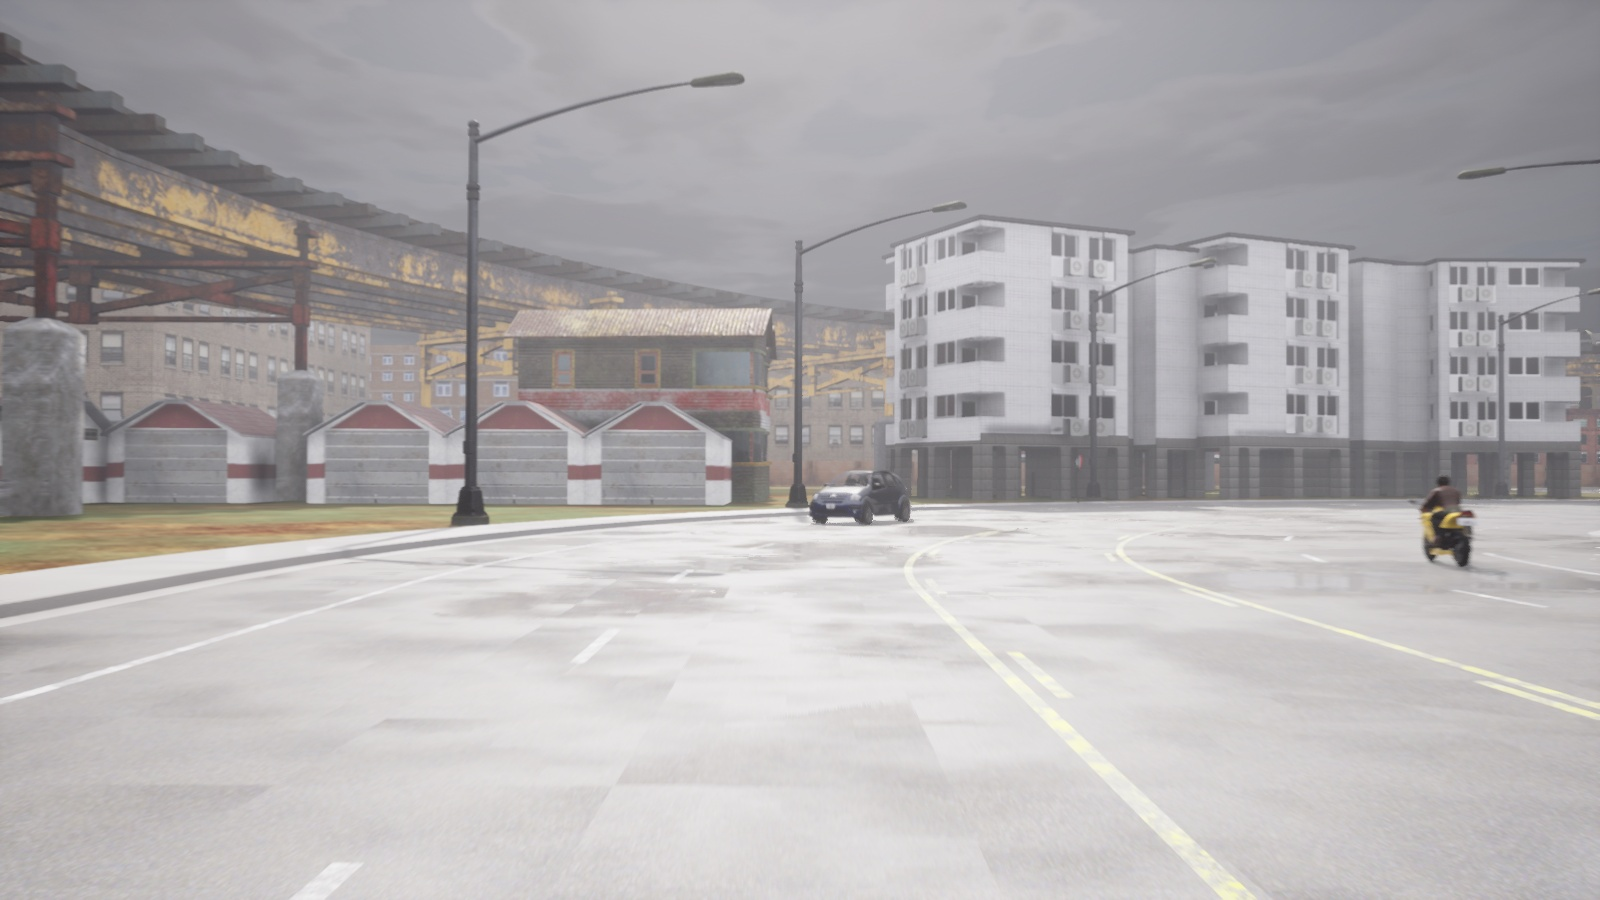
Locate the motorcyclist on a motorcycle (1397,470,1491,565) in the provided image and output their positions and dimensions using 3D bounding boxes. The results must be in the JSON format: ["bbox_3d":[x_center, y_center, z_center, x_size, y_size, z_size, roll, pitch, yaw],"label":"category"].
[{"bbox_3d":[10.895,1.110,21.327,0.797,1.523,2.044,0,-1,8],"label":"motorcyclist on a motorcycle"}]

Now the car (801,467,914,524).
[{"bbox_3d":[1.784,1.336,37.739,1.851,1.617,3.988,-1,-1,28],"label":"car"}]
